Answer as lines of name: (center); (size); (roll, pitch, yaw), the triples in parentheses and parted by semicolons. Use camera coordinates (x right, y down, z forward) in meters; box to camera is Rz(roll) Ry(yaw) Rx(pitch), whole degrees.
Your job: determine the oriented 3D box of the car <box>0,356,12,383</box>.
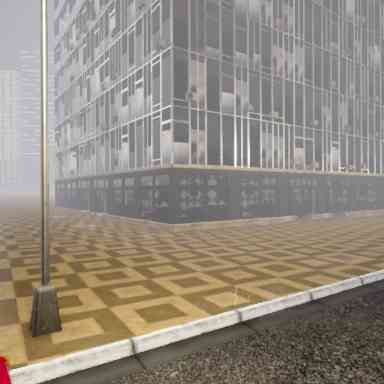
car: (-3.005, 1.601, 0.840); (4.718, 1.301, 1.895); (0, 0, -35)
